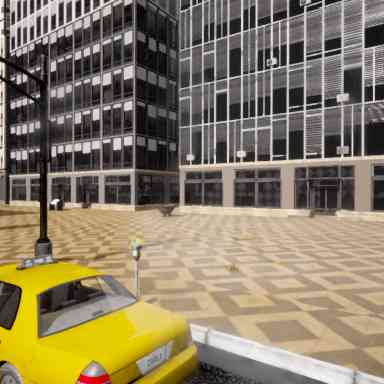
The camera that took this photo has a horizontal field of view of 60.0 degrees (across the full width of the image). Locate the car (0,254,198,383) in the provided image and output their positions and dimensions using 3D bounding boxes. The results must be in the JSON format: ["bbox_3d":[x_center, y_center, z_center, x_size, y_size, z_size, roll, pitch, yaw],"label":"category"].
[{"bbox_3d":[-2.218,1.525,4.472,4.829,1.417,1.752,0,0,36],"label":"car"}]
